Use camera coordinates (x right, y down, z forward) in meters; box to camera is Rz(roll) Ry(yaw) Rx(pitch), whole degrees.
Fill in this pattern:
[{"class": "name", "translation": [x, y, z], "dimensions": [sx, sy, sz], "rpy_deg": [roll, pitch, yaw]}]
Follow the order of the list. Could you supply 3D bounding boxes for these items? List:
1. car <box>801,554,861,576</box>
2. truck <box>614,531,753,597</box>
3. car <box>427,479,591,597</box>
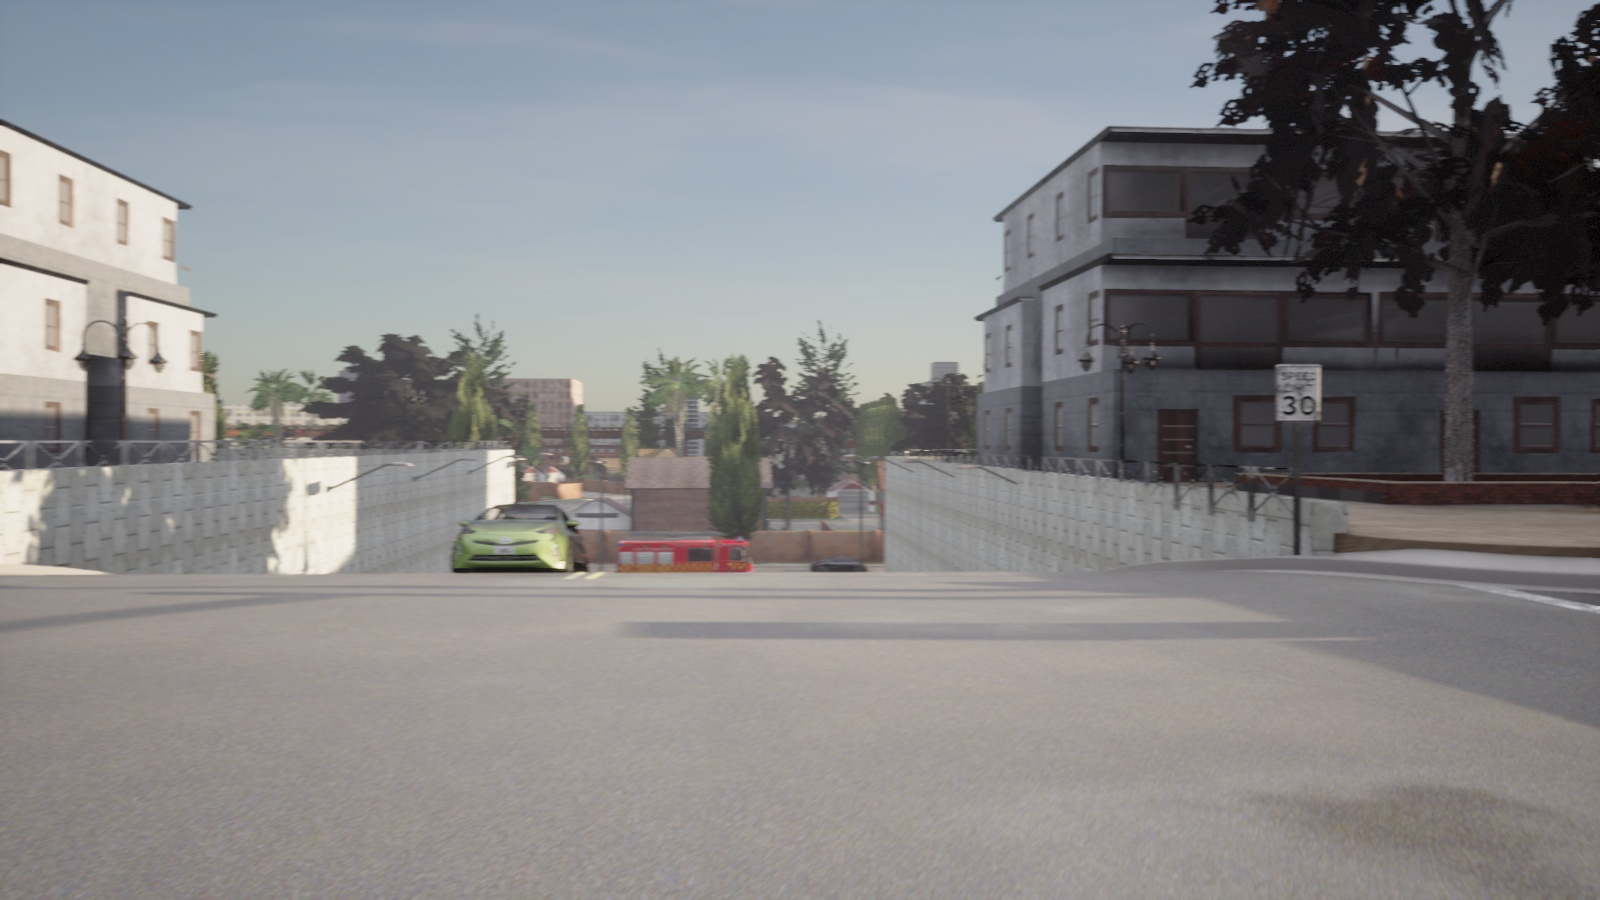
[{"class": "car", "translation": [2.204, 8.301, 90.573], "dimensions": [4.181, 1.385, 1.994], "rpy_deg": [0, 0, -3]}, {"class": "truck", "translation": [-7.201, 7.096, 78.480], "dimensions": [8.468, 3.827, 2.891], "rpy_deg": [0, 0, -3]}, {"class": "car", "translation": [-4.904, 1.630, 21.844], "dimensions": [2.007, 1.525, 4.514], "rpy_deg": [0, -11, -3]}]
